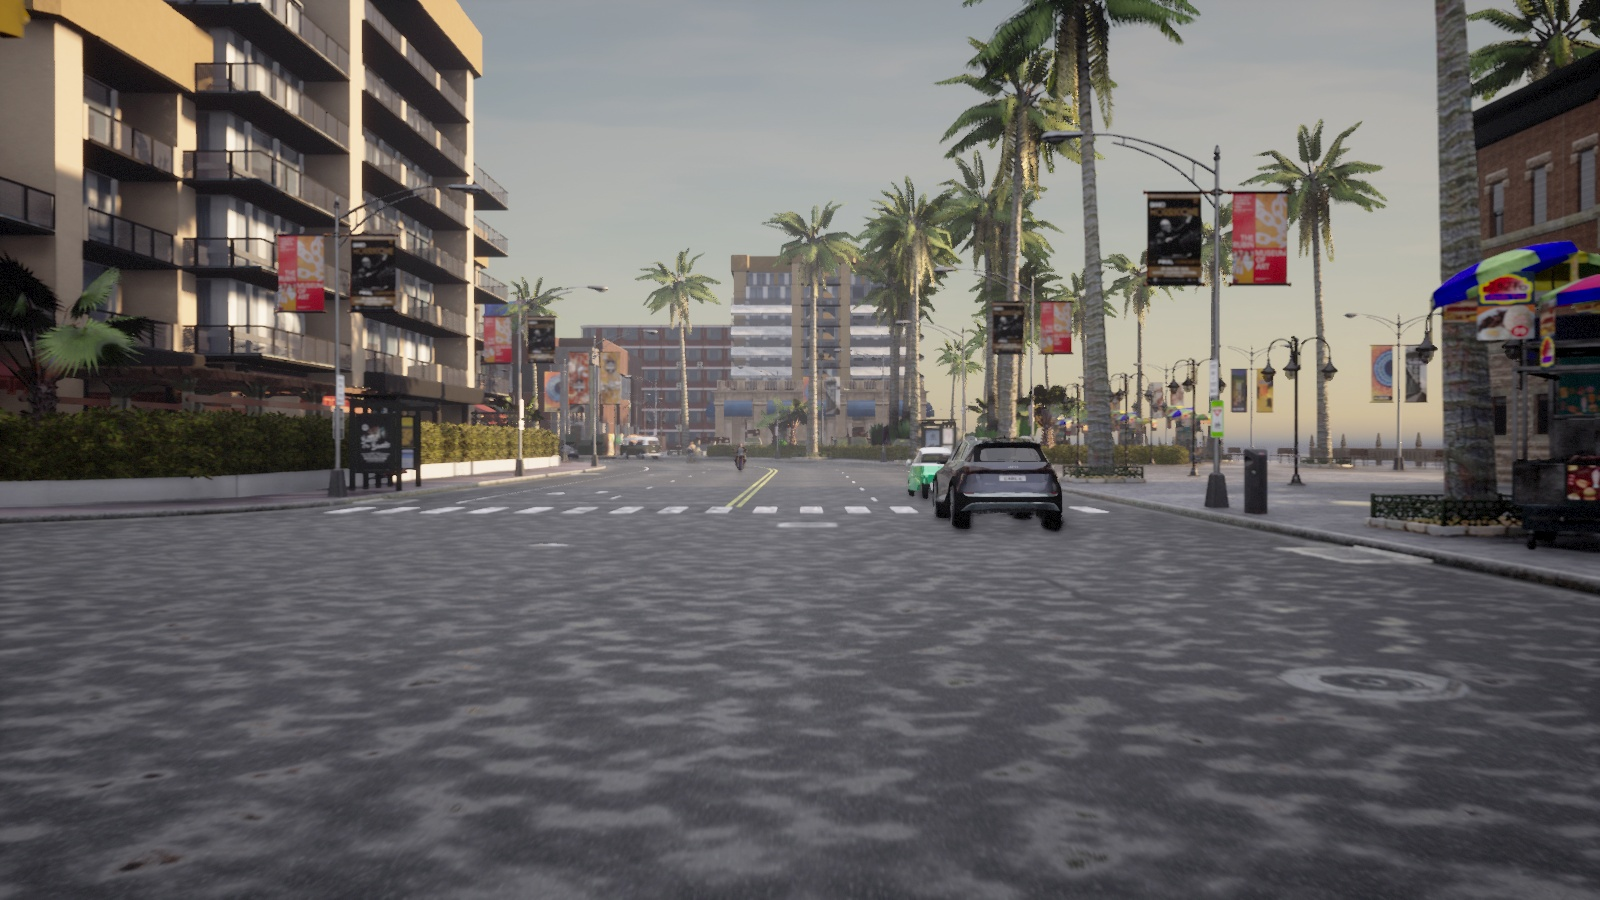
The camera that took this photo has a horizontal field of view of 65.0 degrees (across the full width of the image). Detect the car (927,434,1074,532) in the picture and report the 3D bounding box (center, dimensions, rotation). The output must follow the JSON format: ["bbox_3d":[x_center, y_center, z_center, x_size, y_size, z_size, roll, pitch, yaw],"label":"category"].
[{"bbox_3d":[3.650,0.546,23.735,2.033,1.649,4.856,0,0,0],"label":"car"}]

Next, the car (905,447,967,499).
[{"bbox_3d":[3.711,0.610,34.555,1.481,1.376,2.207,0,1,0],"label":"car"}]

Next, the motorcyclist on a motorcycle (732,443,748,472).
[{"bbox_3d":[-3.192,0.401,67.055,0.866,1.530,2.191,0,0,-2],"label":"motorcyclist on a motorcycle"}]
